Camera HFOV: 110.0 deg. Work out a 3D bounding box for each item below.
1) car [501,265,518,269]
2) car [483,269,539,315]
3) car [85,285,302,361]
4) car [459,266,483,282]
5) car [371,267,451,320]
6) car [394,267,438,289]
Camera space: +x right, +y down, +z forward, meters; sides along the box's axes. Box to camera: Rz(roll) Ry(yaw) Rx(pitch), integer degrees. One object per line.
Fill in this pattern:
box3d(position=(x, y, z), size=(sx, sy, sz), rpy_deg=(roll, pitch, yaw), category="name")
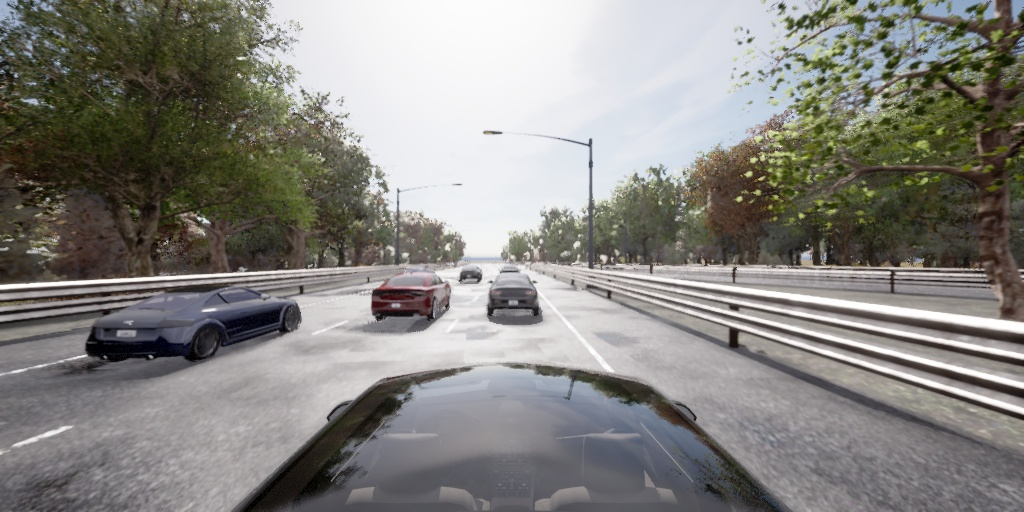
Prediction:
box3d(position=(-0.216, 1.563, 32.155), size=(1.837, 1.490, 4.892), rpy_deg=(0, -1, -1), category="car")
box3d(position=(0.034, 1.396, 14.112), size=(1.812, 1.442, 4.674), rpy_deg=(0, -1, 0), category="car")
box3d(position=(-6.941, 1.380, 8.461), size=(1.994, 1.385, 4.181), rpy_deg=(0, 0, 0), category="car")
box3d(position=(-3.733, 1.595, 33.062), size=(1.812, 1.442, 4.674), rpy_deg=(0, -1, -1), category="car")
box3d(position=(-3.462, 1.338, 13.137), size=(1.882, 1.535, 5.008), rpy_deg=(0, 0, 0), category="car")
box3d(position=(-7.124, 1.554, 27.217), size=(2.033, 1.411, 5.357), rpy_deg=(0, -1, -1), category="car")
